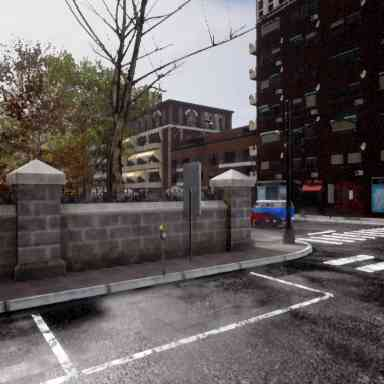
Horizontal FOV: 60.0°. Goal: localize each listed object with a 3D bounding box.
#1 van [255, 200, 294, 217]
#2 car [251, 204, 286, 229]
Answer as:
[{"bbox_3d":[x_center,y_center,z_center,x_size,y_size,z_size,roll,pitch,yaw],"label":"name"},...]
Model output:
[{"bbox_3d":[7.304,1.643,30.180,1.690,1.788,3.998,-1,0,-36],"label":"van"},{"bbox_3d":[4.451,1.834,24.264,1.994,1.385,4.181,0,-1,-36],"label":"car"}]
